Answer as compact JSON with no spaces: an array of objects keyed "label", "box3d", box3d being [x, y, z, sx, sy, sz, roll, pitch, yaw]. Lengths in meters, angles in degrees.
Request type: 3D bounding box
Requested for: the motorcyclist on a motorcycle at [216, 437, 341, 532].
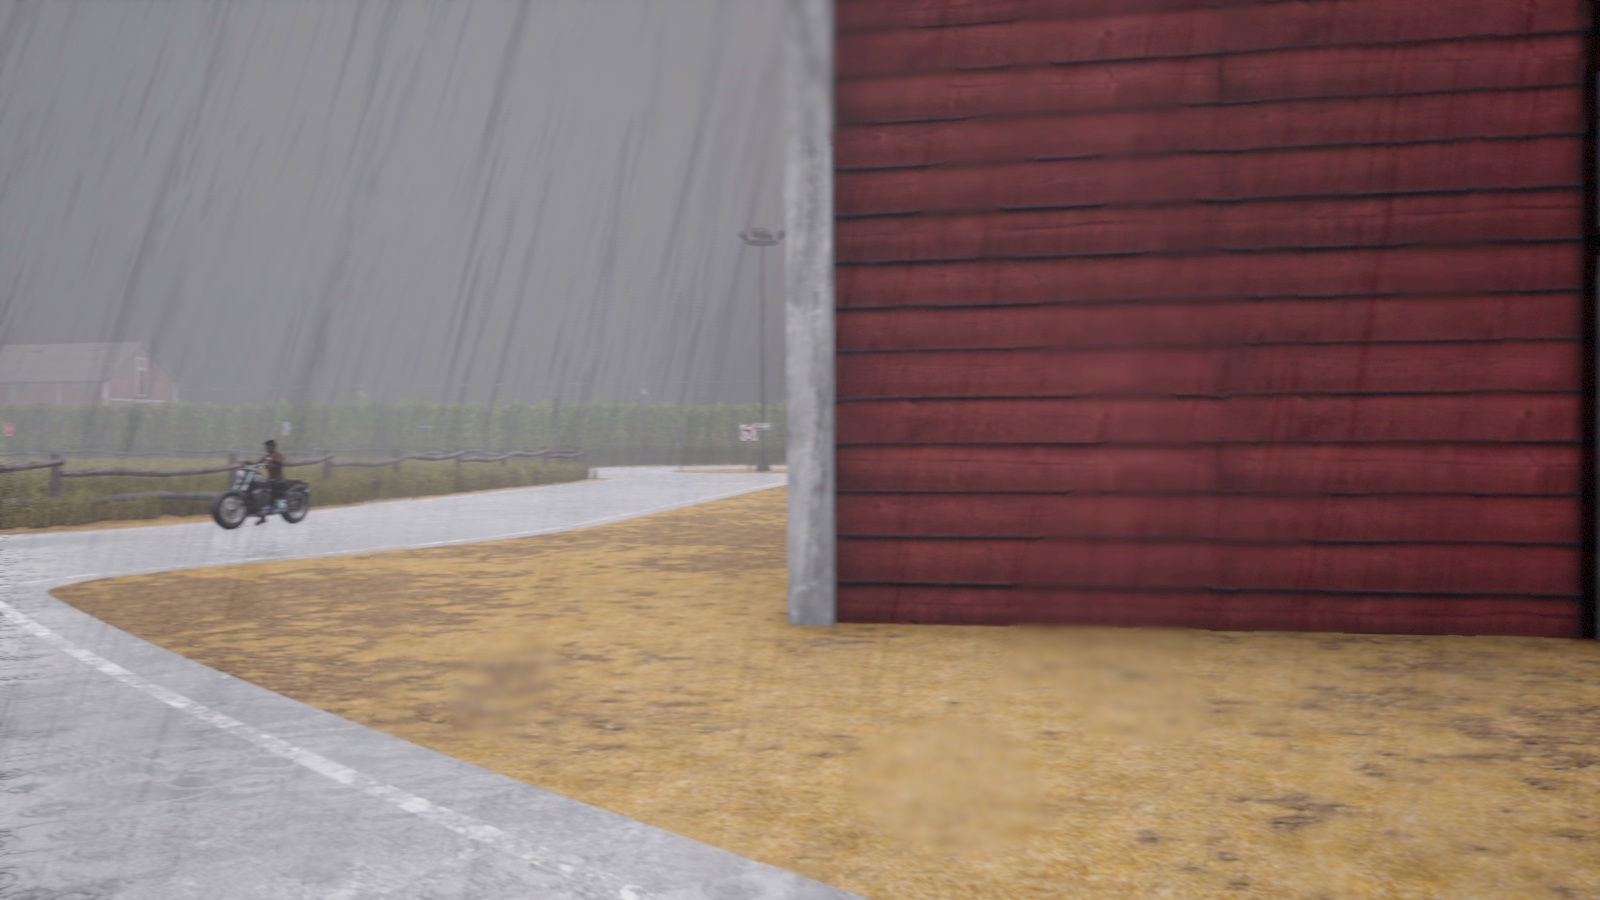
[{"label":"motorcyclist on a motorcycle","box3d":[-9.601,0.595,23.233,0.766,1.649,2.350,0,1,19]}]
